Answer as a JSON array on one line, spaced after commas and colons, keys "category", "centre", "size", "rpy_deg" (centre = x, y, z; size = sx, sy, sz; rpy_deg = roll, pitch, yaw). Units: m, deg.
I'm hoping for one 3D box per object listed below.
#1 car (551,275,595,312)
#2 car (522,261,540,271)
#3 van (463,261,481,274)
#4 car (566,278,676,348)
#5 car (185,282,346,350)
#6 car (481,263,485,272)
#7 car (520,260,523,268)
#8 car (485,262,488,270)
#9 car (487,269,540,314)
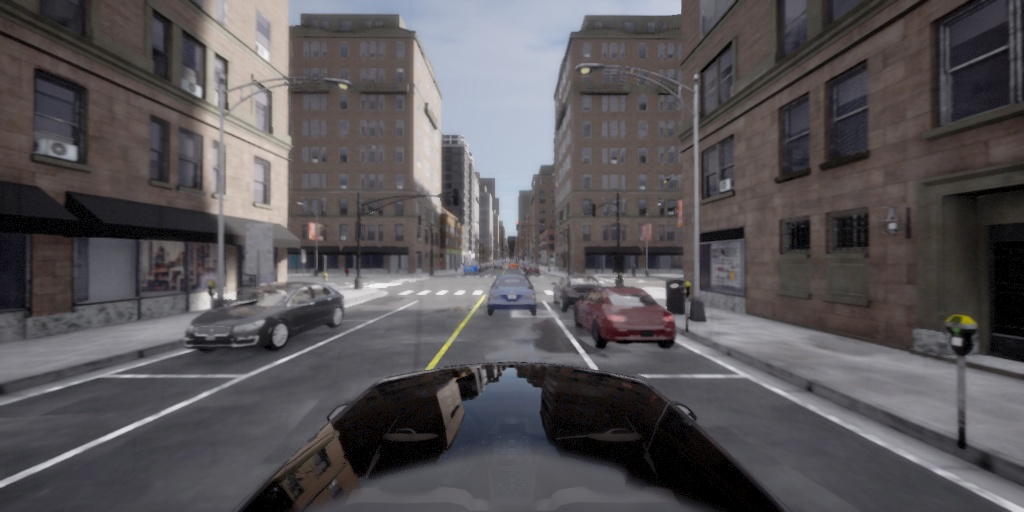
[{"category": "car", "centre": [2.669, 1.435, 14.748], "size": [2.007, 1.370, 4.403], "rpy_deg": [0, 0, 0]}, {"category": "car", "centre": [2.813, 1.687, 49.396], "size": [1.967, 1.591, 4.097], "rpy_deg": [0, 0, 0]}, {"category": "van", "centre": [-5.713, 1.588, 49.432], "size": [1.690, 1.789, 3.998], "rpy_deg": [0, 0, 0]}, {"category": "car", "centre": [2.669, 1.409, 9.155], "size": [1.802, 1.307, 4.207], "rpy_deg": [0, 0, 0]}, {"category": "car", "centre": [-5.857, 1.377, 9.149], "size": [2.007, 1.370, 4.403], "rpy_deg": [0, 0, 0]}, {"category": "car", "centre": [-5.688, 1.747, 55.100], "size": [1.967, 1.591, 4.097], "rpy_deg": [0, 0, 0]}, {"category": "car", "centre": [2.863, 1.805, 60.734], "size": [1.967, 1.591, 4.097], "rpy_deg": [0, 0, 0]}, {"category": "car", "centre": [-5.662, 1.932, 60.768], "size": [1.948, 1.339, 4.313], "rpy_deg": [0, 0, 0]}, {"category": "car", "centre": [0.012, 1.429, 14.373], "size": [2.033, 1.411, 5.357], "rpy_deg": [0, -1, 0]}]
